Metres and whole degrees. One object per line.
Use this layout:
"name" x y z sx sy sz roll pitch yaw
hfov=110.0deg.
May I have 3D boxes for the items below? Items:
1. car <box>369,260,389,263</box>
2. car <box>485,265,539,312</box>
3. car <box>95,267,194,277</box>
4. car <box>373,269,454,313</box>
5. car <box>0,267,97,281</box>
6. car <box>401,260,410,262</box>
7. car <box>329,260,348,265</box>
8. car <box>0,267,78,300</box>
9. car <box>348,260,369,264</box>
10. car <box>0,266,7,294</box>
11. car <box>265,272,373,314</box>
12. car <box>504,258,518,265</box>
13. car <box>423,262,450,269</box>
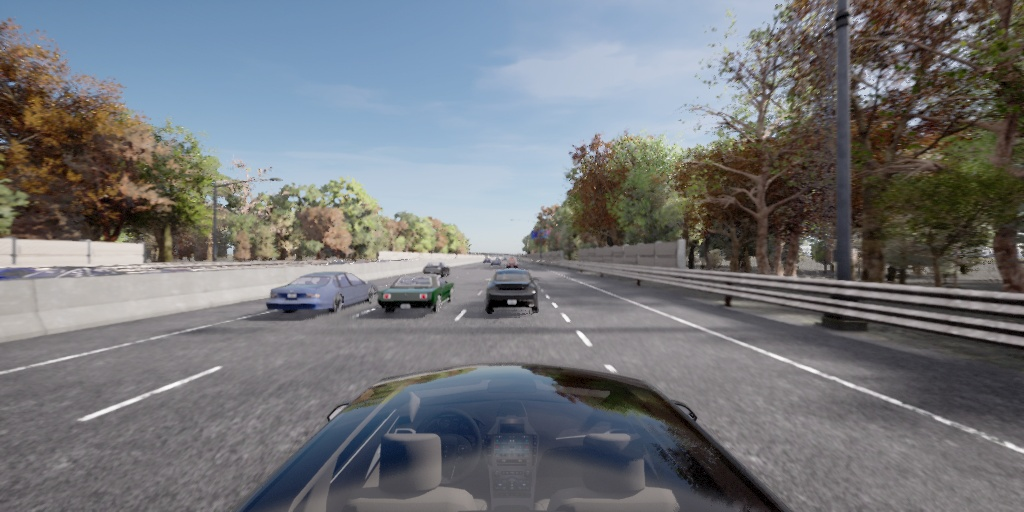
"car" -20.985 1.385 58.698 2.033 1.411 5.357 0 0 0
"car" 0.005 1.274 14.202 1.837 1.490 4.892 0 0 0
"car" -17.579 1.341 18.141 1.994 1.385 4.181 0 0 0
"car" -3.495 1.369 14.032 1.895 1.301 4.718 0 0 0
"car" -21.083 1.268 16.995 2.128 1.511 4.902 0 0 0
"car" -17.498 1.327 58.804 2.128 1.511 4.902 0 0 1
"car" -27.940 1.397 57.953 1.994 1.385 4.181 0 0 1
"car" -24.582 1.303 17.196 1.812 1.442 4.674 0 0 0
"car" -24.486 1.367 58.710 1.812 1.442 4.674 0 0 0
"car" -28.082 1.282 16.817 1.837 1.490 4.892 0 0 0
"car" -6.994 1.316 13.909 2.033 1.411 5.357 0 0 0
"car" 0.028 1.432 59.610 1.895 1.301 4.718 0 0 0
"car" -6.986 1.288 33.520 2.128 1.511 4.902 0 0 0
